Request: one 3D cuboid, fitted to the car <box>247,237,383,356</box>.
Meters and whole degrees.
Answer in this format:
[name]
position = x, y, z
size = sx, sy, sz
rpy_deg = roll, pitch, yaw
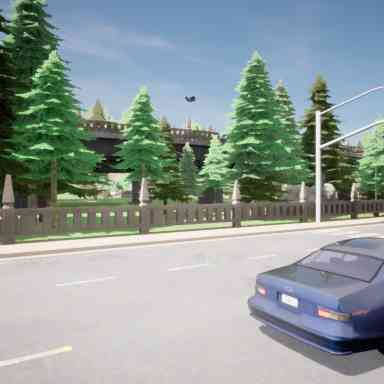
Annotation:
[car]
position = 3.496, 1.547, 5.918
size = 5.357, 1.411, 2.033
rpy_deg = 0, 0, -31
